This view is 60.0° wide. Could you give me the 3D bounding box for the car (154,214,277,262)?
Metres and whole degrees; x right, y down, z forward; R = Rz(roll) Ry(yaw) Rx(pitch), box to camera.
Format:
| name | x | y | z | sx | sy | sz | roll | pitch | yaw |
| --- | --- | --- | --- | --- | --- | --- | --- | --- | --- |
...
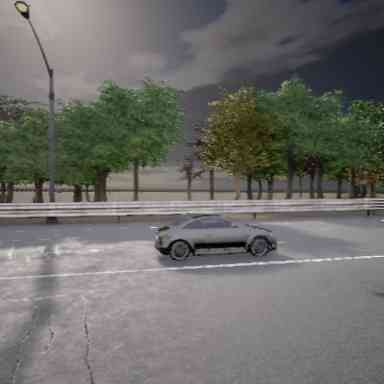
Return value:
| name | x | y | z | sx | sy | sz | roll | pitch | yaw |
| --- | --- | --- | --- | --- | --- | --- | --- | --- | --- |
| car | 0.776 | 1.473 | 11.552 | 4.181 | 1.385 | 1.994 | 0 | 0 | -13 |
